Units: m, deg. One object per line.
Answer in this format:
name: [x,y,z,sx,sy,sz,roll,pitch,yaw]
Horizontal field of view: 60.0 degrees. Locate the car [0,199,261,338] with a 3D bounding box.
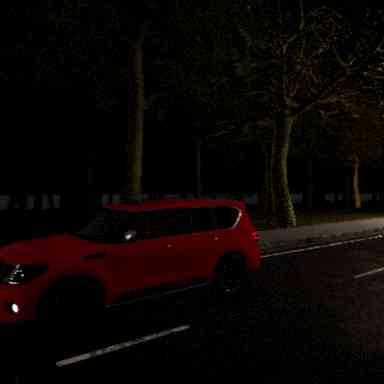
car: [-1.009,1.200,6.959,5.566,2.045,2.150,0,0,-36]
